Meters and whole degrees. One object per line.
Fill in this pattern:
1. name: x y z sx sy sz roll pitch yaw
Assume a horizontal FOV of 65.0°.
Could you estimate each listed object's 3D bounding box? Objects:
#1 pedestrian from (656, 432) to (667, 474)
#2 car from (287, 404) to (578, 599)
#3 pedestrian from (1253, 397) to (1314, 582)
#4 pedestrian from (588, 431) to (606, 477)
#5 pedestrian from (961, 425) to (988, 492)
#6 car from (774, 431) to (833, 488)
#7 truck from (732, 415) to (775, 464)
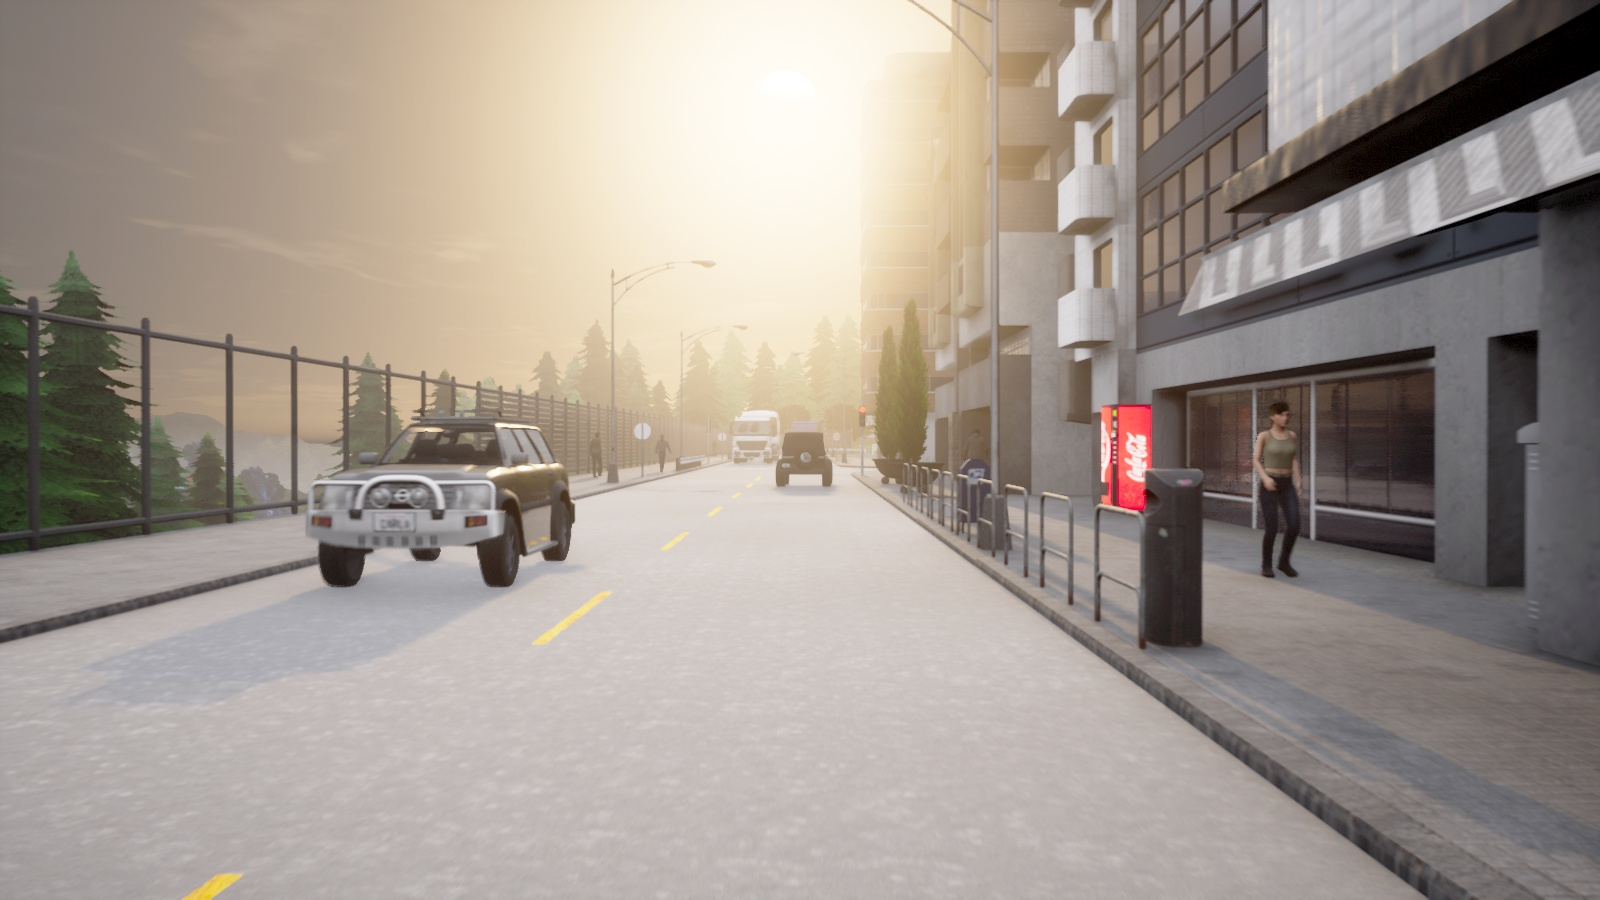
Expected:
1. pedestrian: -6.453 0.121 58.518 0.423 1.949 0.788 0 0 -10
2. car: -3.904 0.480 14.256 1.932 1.855 4.605 0 0 0
3. pedestrian: 4.914 0.388 12.773 0.345 1.836 0.594 0 0 -5
4. pedestrian: -8.018 0.170 49.605 0.328 1.805 0.869 0 0 22
5. pedestrian: 5.168 0.250 37.134 0.659 1.952 0.873 0 0 17
6. car: 0.175 0.297 43.548 1.905 1.878 3.866 0 0 2
7. truck: -3.443 -0.769 94.120 2.891 3.462 7.936 0 0 0
